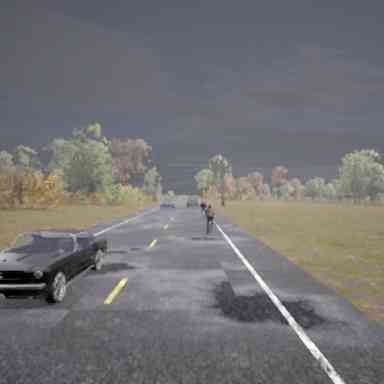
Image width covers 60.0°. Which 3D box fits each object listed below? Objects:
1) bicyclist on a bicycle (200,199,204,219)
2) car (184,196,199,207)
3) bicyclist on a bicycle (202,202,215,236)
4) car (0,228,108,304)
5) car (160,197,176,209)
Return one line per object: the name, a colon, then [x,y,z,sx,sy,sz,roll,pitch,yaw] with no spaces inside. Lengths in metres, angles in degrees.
bicyclist on a bicycle: [0.972,1.489,28.563,0.659,1.776,1.843,0,0,0]
car: [0.117,1.719,55.415,2.128,1.511,4.902,0,0,0]
bicyclist on a bicycle: [0.968,1.527,17.906,0.582,1.620,1.656,0,-1,0]
car: [-3.598,1.636,8.359,1.895,1.301,4.718,0,0,0]
car: [-3.559,1.556,49.449,2.097,1.767,4.553,0,0,0]
